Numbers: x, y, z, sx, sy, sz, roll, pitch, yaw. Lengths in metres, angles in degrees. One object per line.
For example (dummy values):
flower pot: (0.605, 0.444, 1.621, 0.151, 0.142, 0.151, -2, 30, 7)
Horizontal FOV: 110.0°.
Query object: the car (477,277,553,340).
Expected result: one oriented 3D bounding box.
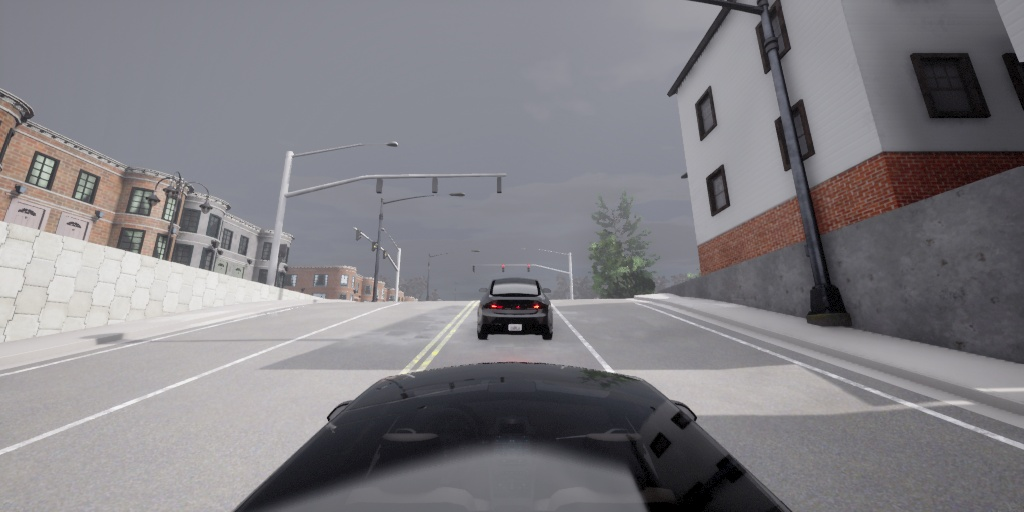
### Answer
car: (0.087, 1.352, 10.353, 1.837, 1.490, 4.892, 0, 0, 0)
